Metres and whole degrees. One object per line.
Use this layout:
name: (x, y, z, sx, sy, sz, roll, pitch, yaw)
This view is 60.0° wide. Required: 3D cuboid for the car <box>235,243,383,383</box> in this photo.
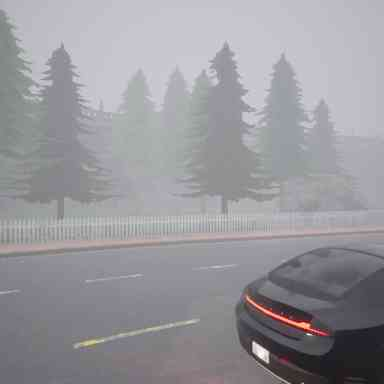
car: (2.945, 1.505, 4.679, 4.892, 1.490, 1.837, 0, 0, -25)
